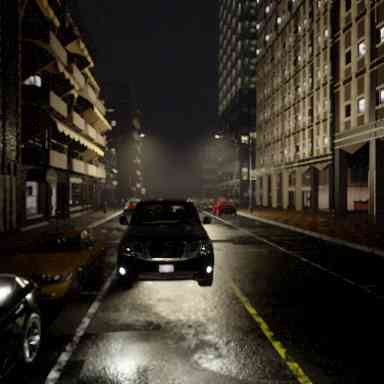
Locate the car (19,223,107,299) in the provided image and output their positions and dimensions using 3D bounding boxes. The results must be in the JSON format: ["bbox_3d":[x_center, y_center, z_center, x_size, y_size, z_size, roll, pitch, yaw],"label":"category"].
[{"bbox_3d":[-3.259,1.505,8.378,1.752,1.417,4.829,0,0,-5],"label":"car"}]

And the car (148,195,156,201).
[{"bbox_3d":[-9.946,1.487,83.301,1.802,1.307,4.206,0,0,-5],"label":"car"}]

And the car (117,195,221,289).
[{"bbox_3d":[-0.760,1.207,9.540,2.150,2.045,5.566,0,0,-5],"label":"car"}]

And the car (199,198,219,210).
[{"bbox_3d":[2.083,1.510,43.046,2.008,1.369,4.403,0,0,-5],"label":"car"}]

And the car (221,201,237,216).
[{"bbox_3d":[3.080,1.516,31.792,1.887,1.381,4.507,0,0,-5],"label":"car"}]

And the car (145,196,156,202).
[{"bbox_3d":[-8.756,1.464,70.438,2.008,1.369,4.403,0,0,-5],"label":"car"}]

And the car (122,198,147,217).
[{"bbox_3d":[-5.267,1.390,31.053,1.967,1.590,4.097,0,0,-5],"label":"car"}]

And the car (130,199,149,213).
[{"bbox_3d":[-5.766,1.525,36.679,1.802,1.307,4.206,0,0,-5],"label":"car"}]

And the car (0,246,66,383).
[{"bbox_3d":[-2.776,1.554,2.920,1.947,1.339,4.313,0,0,-5],"label":"car"}]

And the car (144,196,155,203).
[{"bbox_3d":[-8.258,1.468,64.812,2.008,1.369,4.403,0,0,-5],"label":"car"}]

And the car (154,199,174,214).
[{"bbox_3d":[-2.969,1.516,35.613,1.994,1.385,4.181,0,0,-5],"label":"car"}]
